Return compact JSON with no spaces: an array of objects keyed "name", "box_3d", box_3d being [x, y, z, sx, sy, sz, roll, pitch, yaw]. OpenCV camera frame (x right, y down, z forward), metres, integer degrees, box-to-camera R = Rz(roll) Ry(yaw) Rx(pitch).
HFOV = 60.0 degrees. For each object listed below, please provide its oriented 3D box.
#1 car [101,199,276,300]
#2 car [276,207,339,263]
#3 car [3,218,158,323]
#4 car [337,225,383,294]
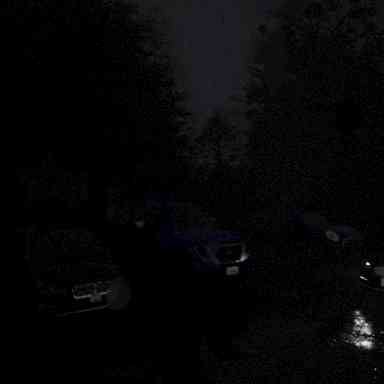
[{"name":"car","box_3d":[-0.783,1.246,9.007,2.435,2.045,5.566,0,0,-36]},{"name":"car","box_3d":[3.935,1.384,12.344,2.185,1.767,4.553,1,-1,-36]},{"name":"car","box_3d":[-2.999,1.488,7.462,2.231,1.521,4.892,0,0,-36]},{"name":"car","box_3d":[5.861,1.525,7.881,4.902,1.511,2.128,0,0,-36]}]
